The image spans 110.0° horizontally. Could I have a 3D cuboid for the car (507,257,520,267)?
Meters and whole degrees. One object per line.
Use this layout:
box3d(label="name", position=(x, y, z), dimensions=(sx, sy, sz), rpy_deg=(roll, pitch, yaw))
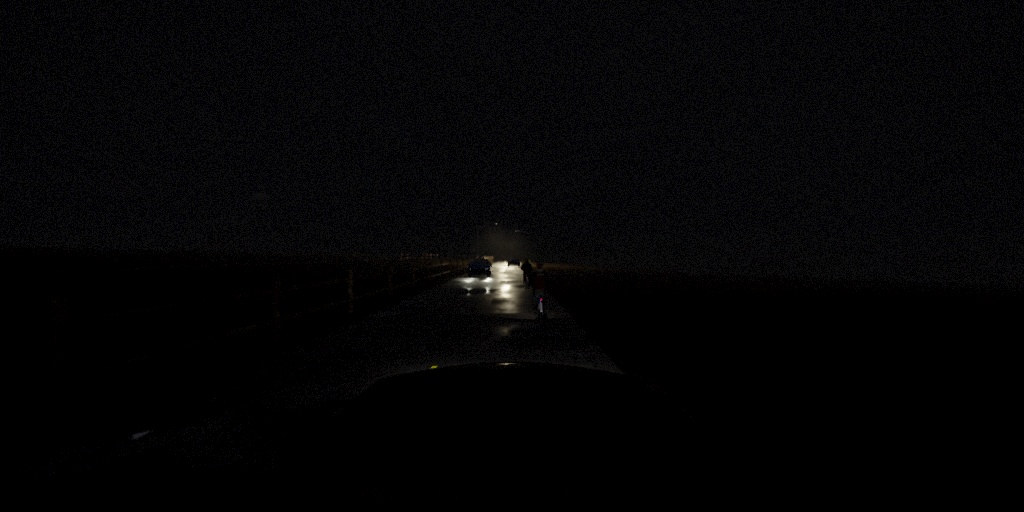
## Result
box3d(label="car", position=(0.260, 0.881, 56.131), dimensions=(1.812, 1.442, 4.674), rpy_deg=(0, 0, 0))

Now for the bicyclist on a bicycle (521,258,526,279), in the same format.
box3d(label="bicyclist on a bicycle", position=(0.778, 0.982, 19.142), dimensions=(0.659, 1.776, 1.843), rpy_deg=(0, 1, 0))

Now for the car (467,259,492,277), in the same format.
box3d(label="car", position=(-2.789, 0.996, 31.807), dimensions=(1.882, 1.535, 5.008), rpy_deg=(0, 0, 0))

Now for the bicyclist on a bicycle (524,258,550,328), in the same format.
box3d(label="bicyclist on a bicycle", position=(0.765, 1.052, 10.145), dimensions=(0.659, 1.776, 1.843), rpy_deg=(0, 1, 0))
